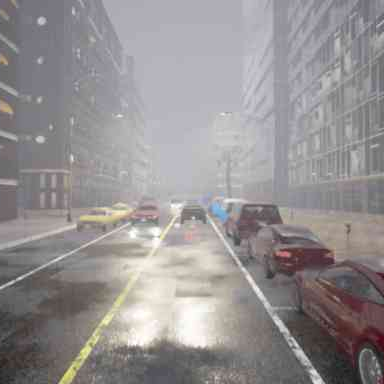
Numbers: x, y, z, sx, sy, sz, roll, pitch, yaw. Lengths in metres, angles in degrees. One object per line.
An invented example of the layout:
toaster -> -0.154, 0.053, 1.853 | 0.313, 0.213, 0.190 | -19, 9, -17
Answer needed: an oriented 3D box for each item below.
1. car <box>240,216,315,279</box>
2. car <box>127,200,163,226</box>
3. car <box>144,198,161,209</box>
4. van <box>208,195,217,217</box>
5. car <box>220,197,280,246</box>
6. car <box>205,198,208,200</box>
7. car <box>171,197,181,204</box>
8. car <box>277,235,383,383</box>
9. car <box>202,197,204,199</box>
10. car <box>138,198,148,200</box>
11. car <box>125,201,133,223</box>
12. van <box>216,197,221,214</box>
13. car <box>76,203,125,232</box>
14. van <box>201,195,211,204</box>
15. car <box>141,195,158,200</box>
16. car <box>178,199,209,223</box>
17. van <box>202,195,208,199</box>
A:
car -> 2.702, 1.593, 9.715 | 1.802, 1.307, 4.206 | 1, 0, 0
car -> -3.103, 1.554, 23.581 | 1.812, 1.442, 4.674 | 0, 0, 0
car -> -5.683, 1.603, 48.254 | 1.887, 1.381, 4.507 | 1, 0, 0
van -> 2.703, 1.378, 31.747 | 1.690, 1.788, 3.998 | 1, 0, 0
car -> 2.707, 1.333, 15.223 | 2.192, 1.841, 5.009 | 1, 0, 0
car -> 2.698, 1.626, 37.254 | 1.802, 1.307, 4.206 | 1, 0, 0
car -> -3.023, 1.675, 64.692 | 1.895, 1.301, 4.718 | 0, 0, 0
car -> 2.703, 1.587, 4.687 | 1.802, 1.307, 4.206 | 1, 0, 0
car -> 0.093, 1.598, 42.823 | 2.033, 1.411, 5.357 | 0, 0, 0
car -> -5.680, 1.563, 31.551 | 1.752, 1.417, 4.829 | 1, 0, 0
car -> -5.679, 1.557, 26.040 | 1.752, 1.417, 4.829 | 1, 0, 0
van -> 2.705, 1.365, 20.731 | 1.690, 1.788, 3.998 | 1, 0, 0
car -> -5.678, 1.550, 20.528 | 1.752, 1.417, 4.829 | 1, 0, 0
van -> 2.697, 1.418, 64.795 | 1.690, 1.788, 3.998 | 1, 0, 0
car -> -5.678, 1.366, 42.743 | 2.192, 1.841, 5.009 | 1, 0, 0
car -> 0.096, 1.536, 25.529 | 1.837, 1.490, 4.892 | 0, 0, 0
van -> 2.699, 1.404, 53.778 | 1.690, 1.788, 3.998 | 1, 0, 0
